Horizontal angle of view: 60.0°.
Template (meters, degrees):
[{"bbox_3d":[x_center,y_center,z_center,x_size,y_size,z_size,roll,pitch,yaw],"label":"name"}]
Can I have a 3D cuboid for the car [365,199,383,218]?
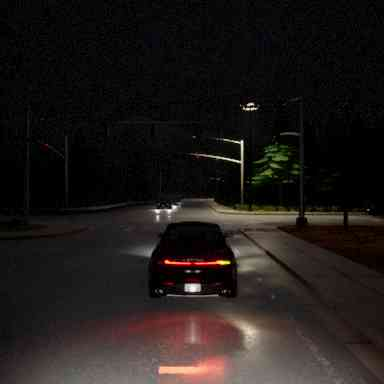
[{"bbox_3d":[18.482,1.246,29.621,5.566,2.045,2.150,0,0,1],"label":"car"}]

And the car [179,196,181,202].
[{"bbox_3d":[-3.394,1.490,72.398,1.837,1.490,4.892,0,0,1],"label":"car"}]

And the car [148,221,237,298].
[{"bbox_3d":[0.031,1.501,8.519,1.837,1.490,4.892,0,0,0],"label":"car"}]

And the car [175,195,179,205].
[{"bbox_3d":[-3.681,1.596,56.806,1.895,1.301,4.718,0,0,0],"label":"car"}]

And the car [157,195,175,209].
[{"bbox_3d":[-3.685,1.502,45.143,1.837,1.490,4.892,0,0,0],"label":"car"}]
